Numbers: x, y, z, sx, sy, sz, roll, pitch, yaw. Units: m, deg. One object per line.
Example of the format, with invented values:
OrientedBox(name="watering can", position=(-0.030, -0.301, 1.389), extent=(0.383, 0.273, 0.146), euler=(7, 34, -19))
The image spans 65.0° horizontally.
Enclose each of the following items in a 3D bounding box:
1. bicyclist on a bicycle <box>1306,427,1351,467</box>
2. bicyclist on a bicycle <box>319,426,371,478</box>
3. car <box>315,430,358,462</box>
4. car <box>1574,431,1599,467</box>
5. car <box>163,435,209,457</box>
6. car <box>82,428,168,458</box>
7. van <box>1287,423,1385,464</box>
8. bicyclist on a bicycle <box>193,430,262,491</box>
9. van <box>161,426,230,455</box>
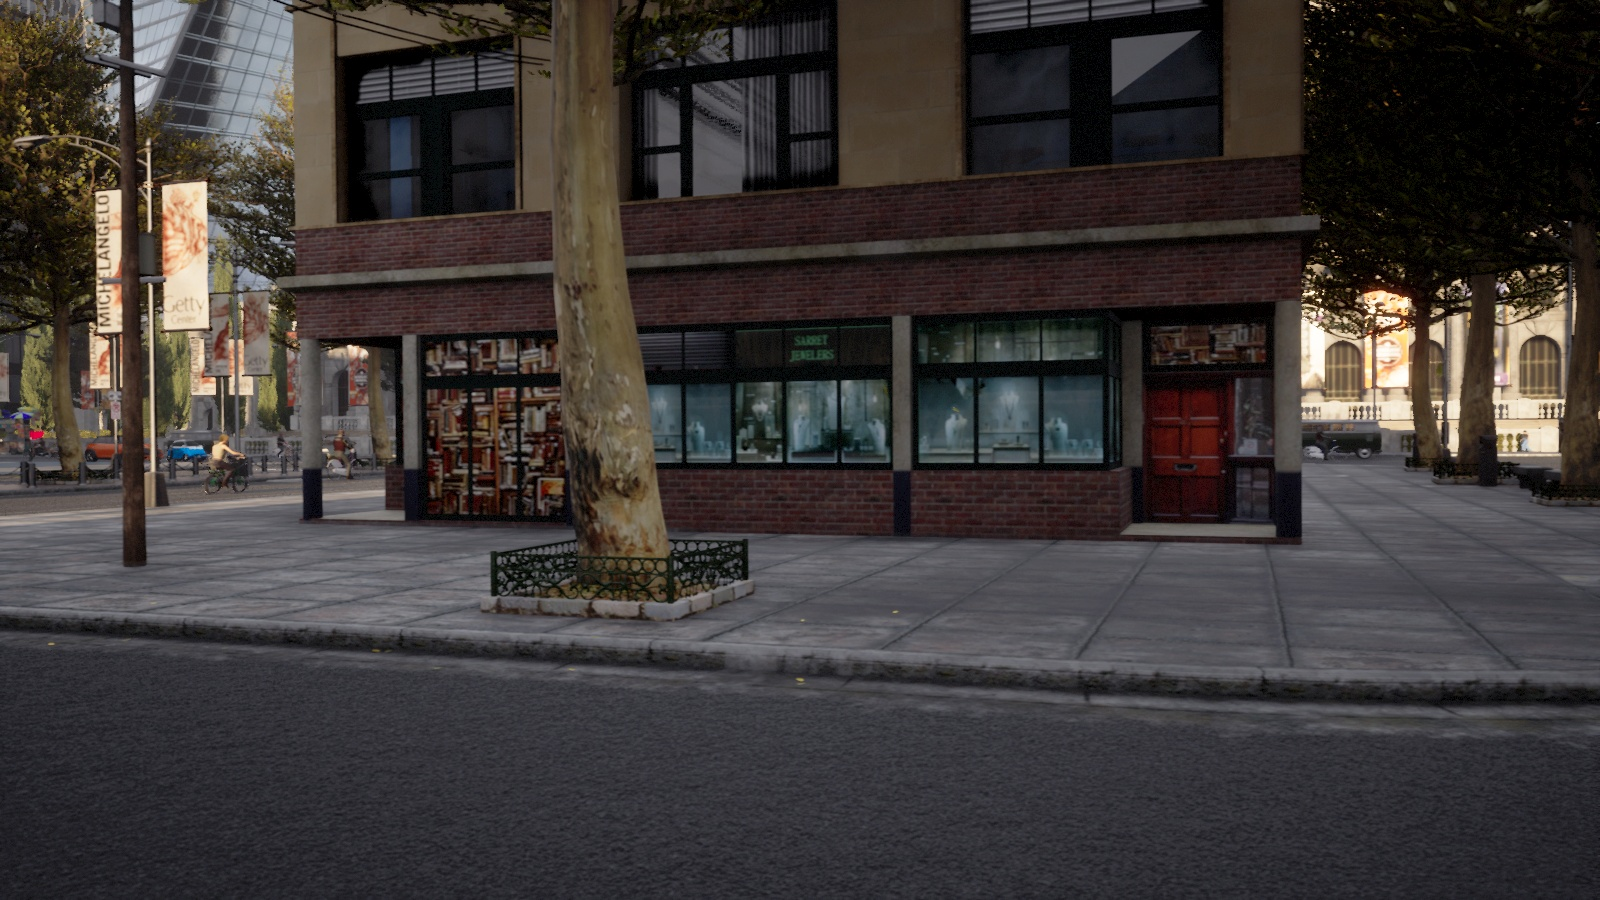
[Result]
OrientedBox(name="bicyclist on a bicycle", position=(23.855, -0.139, 56.730), extent=(1.843, 1.776, 0.659), euler=(0, 1, 20))
OrientedBox(name="bicyclist on a bicycle", position=(-15.844, 0.061, 43.740), extent=(0.659, 1.776, 1.843), euler=(0, 1, 20))
OrientedBox(name="car", position=(-24.055, -0.224, 65.168), extent=(1.851, 1.617, 3.988), euler=(0, 1, -24))
OrientedBox(name="car", position=(37.606, -0.057, 55.604), extent=(5.366, 1.575, 1.801), euler=(0, 1, 13))
OrientedBox(name="car", position=(-38.771, -0.271, 79.306), extent=(2.207, 1.376, 1.481), euler=(0, 1, 20))
OrientedBox(name="car", position=(-41.087, -0.425, 76.415), extent=(4.553, 1.767, 2.097), euler=(0, 1, 20))
OrientedBox(name="van", position=(26.870, -0.350, 63.082), extent=(4.442, 1.987, 1.775), euler=(0, 1, 20))
OrientedBox(name="bicyclist on a bicycle", position=(-15.523, 0.269, 34.078), extent=(0.866, 1.612, 1.509), euler=(0, 1, 20))
OrientedBox(name="van", position=(-42.357, -0.700, 88.012), extent=(4.442, 1.987, 1.775), euler=(0, 1, 20))
